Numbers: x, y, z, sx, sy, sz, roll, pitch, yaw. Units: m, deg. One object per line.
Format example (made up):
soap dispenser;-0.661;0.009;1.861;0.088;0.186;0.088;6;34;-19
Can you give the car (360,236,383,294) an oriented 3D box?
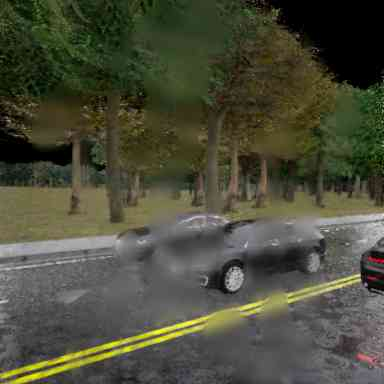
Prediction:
car;5.696;1.493;7.507;4.892;1.490;1.837;0;0;-36

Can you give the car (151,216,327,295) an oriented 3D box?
car;1.594;1.497;8.814;4.892;1.490;1.837;0;0;-35

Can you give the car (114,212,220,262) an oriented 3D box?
car;-0.214;1.484;11.516;4.902;1.511;2.128;0;0;-35
